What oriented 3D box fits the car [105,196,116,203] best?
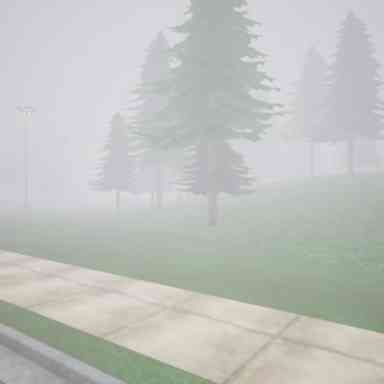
[{"bbox_3d":[-13.201,1.327,60.530,2.033,1.411,5.357,0,0,36],"label":"car"}]

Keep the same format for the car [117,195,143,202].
[{"bbox_3d":[-12.495,1.310,67.386,2.033,1.411,5.357,0,0,37],"label":"car"}]

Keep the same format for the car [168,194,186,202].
[{"bbox_3d":[-2.190,1.143,69.684,2.097,1.767,4.553,0,0,36],"label":"car"}]

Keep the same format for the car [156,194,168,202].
[{"bbox_3d":[-5.017,1.126,71.747,2.097,1.767,4.553,0,0,36],"label":"car"}]

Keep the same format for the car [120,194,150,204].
[{"bbox_3d":[-10.101,1.398,58.811,1.895,1.301,4.718,0,0,37],"label":"car"}]

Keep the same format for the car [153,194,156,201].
[{"bbox_3d":[-7.845,1.109,73.811,2.097,1.767,4.553,0,0,36],"label":"car"}]
